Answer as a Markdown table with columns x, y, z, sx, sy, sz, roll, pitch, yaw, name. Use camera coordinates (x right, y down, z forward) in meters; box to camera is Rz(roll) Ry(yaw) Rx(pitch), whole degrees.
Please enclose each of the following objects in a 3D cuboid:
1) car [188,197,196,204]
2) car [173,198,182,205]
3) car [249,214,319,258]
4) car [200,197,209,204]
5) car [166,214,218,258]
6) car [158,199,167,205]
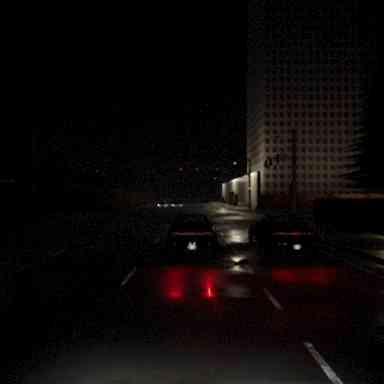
| x | y | z | sx | sy | sz | roll | pitch | yaw | name |
| --- | --- | --- | --- | --- | --- | --- | --- | --- | --- |
| -0.030 | 2.300 | 87.865 | 2.097 | 1.767 | 4.553 | 0 | -1 | 0 | car |
| -3.527 | 2.230 | 80.665 | 2.097 | 1.767 | 4.553 | 0 | -1 | 0 | car |
| 3.518 | 1.641 | 13.492 | 2.128 | 1.511 | 4.902 | 0 | 0 | 0 | car |
| 3.470 | 2.445 | 87.893 | 1.837 | 1.490 | 4.892 | 0 | -1 | 0 | car |
| 0.017 | 1.641 | 13.488 | 2.128 | 1.511 | 4.902 | 0 | 0 | 0 | car |
| -7.027 | 2.353 | 80.632 | 1.882 | 1.535 | 5.008 | 0 | -1 | 0 | car |
